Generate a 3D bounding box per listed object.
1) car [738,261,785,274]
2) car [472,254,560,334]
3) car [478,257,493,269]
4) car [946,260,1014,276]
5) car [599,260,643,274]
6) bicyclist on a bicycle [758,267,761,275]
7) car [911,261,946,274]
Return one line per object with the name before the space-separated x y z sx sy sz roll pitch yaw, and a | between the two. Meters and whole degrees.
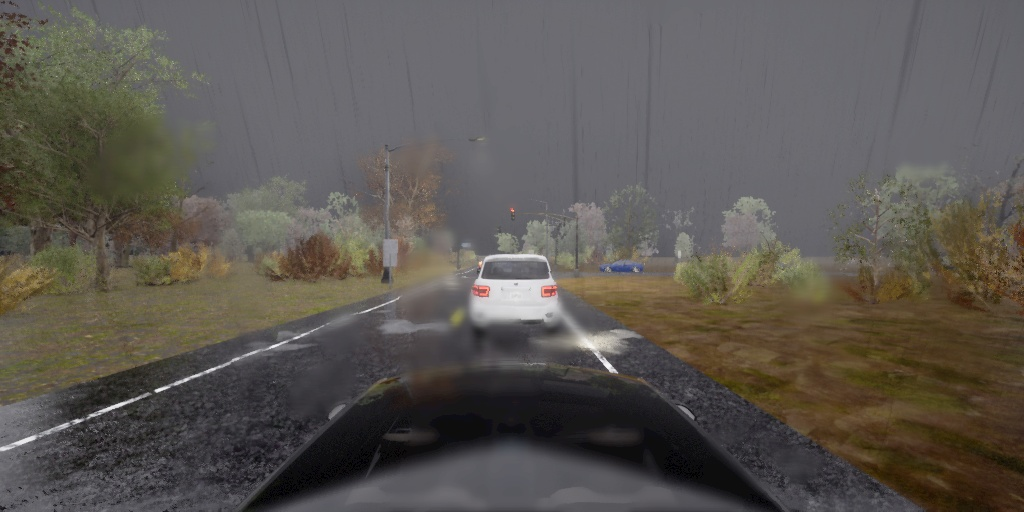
car | 28.752 1.258 41.401 4.902 1.511 2.128 0 0 3
car | 0.088 0.971 10.744 2.150 2.045 5.566 0 0 0
car | -4.205 1.104 57.563 2.097 1.767 4.553 0 0 -2
car | 49.073 1.279 37.107 4.902 1.511 2.128 0 0 5
car | 12.664 1.236 41.804 5.008 1.535 1.882 0 0 3
bicyclist on a bicycle | 24.018 1.223 35.229 0.582 1.620 1.656 0 0 1
car | 48.031 1.262 40.312 5.008 1.535 1.882 0 0 5
